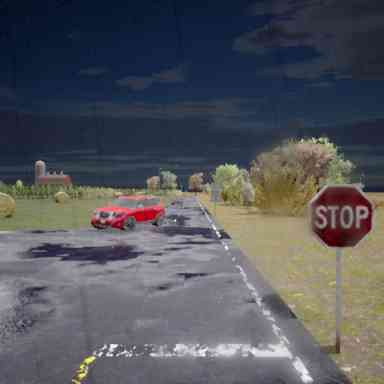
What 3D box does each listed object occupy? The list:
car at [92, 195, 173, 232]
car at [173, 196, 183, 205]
[{"bbox_3d":[-3.635,1.244,20.454,2.150,2.045,5.566,3,1,25],"label":"car"},{"bbox_3d":[-2.640,1.481,58.394,1.837,1.490,4.892,0,0,0],"label":"car"}]
